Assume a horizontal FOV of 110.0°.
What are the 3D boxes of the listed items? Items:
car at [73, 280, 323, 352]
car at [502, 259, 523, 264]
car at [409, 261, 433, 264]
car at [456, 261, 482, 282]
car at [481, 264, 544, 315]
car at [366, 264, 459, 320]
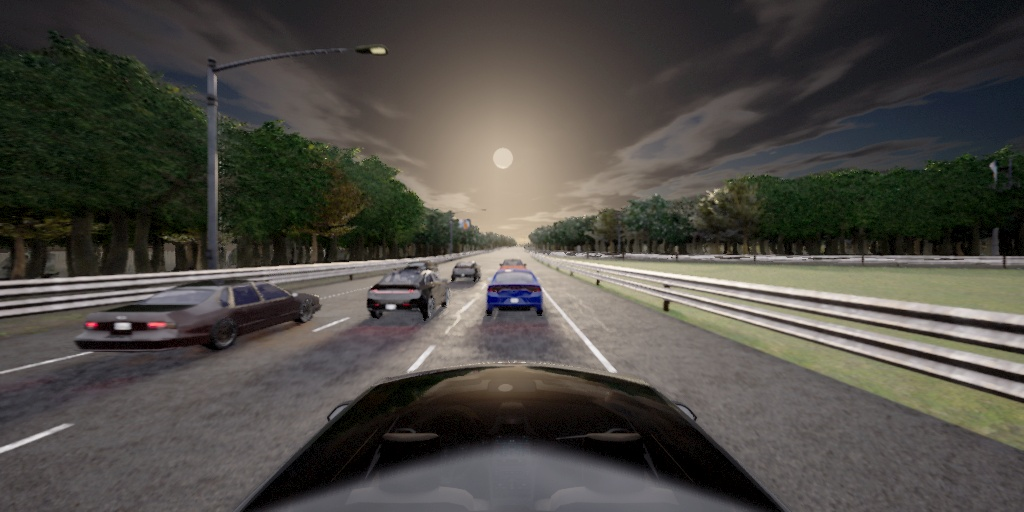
[{"bbox_3d":[-6.955,1.294,8.932,2.033,1.411,5.357,0,0,0],"label":"car"},{"bbox_3d":[0.071,0.979,27.278,2.097,1.767,4.553,0,0,0],"label":"car"},{"bbox_3d":[-6.927,1.132,27.684,1.837,1.490,4.892,0,1,0],"label":"car"},{"bbox_3d":[-3.428,1.118,27.555,2.128,1.511,4.902,0,1,0],"label":"car"},{"bbox_3d":[0.077,1.206,13.381,1.882,1.535,5.008,0,0,0],"label":"car"},{"bbox_3d":[-3.428,1.224,12.621,2.128,1.511,4.902,0,0,0],"label":"car"}]
